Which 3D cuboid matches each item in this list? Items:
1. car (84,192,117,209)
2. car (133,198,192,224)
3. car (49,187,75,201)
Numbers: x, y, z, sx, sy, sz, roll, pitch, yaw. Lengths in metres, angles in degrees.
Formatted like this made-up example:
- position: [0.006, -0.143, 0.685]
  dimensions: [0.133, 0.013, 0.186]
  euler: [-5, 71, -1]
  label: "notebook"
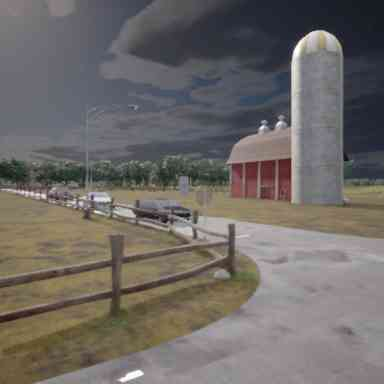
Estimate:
- position: [-8.394, 0.735, 30.186]
  dimensions: [1.812, 1.442, 4.674]
  euler: [0, 2, -35]
  label: "car"
- position: [-1.908, 1.126, 21.063]
  dimensions: [2.033, 1.411, 5.357]
  euler: [0, 2, -35]
  label: "car"
- position: [-16.056, 0.150, 41.014]
  dimensions: [2.097, 1.767, 4.553]
  euler: [0, 2, -35]
  label: "car"
